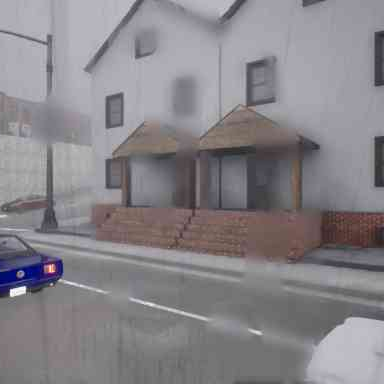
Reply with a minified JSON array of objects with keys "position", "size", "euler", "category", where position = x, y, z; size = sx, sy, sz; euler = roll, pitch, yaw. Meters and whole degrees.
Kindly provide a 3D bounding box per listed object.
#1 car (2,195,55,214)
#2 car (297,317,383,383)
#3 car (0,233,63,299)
[{"position":[-14.331,0.973,29.257],"size":[1.994,1.385,4.181],"euler":[0,7,35],"category":"car"},{"position":[3.015,1.601,1.829],"size":[4.718,1.301,1.895],"euler":[0,0,36],"category":"car"},{"position":[-5.096,1.601,7.616],"size":[4.718,1.301,1.895],"euler":[0,0,36],"category":"car"}]
